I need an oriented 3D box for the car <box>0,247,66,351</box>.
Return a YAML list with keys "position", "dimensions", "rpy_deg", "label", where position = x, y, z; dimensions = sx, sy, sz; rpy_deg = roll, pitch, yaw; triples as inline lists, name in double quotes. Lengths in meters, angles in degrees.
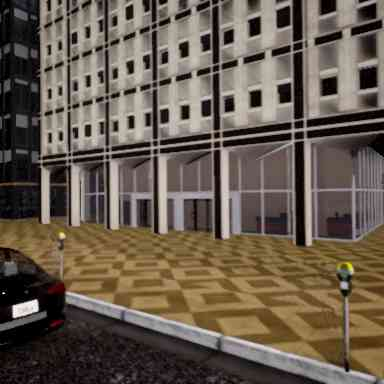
- position: [-3.924, 1.623, 5.681]
  dimensions: [4.313, 1.339, 1.947]
  rpy_deg: [-1, -1, 36]
  label: "car"
